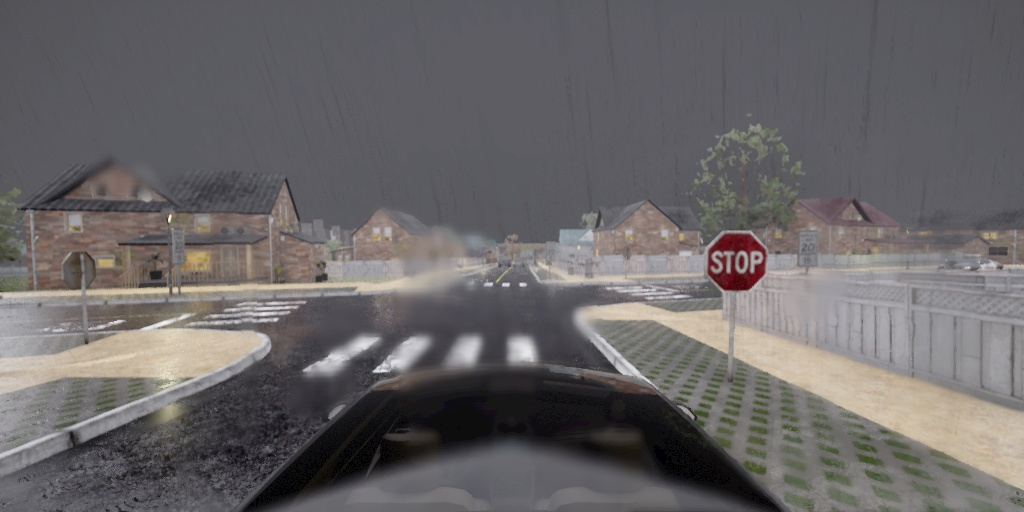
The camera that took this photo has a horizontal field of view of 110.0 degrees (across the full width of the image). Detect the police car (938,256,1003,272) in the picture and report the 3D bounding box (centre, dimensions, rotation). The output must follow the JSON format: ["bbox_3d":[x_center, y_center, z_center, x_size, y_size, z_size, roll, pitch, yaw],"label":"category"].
[{"bbox_3d":[37.319,0.845,29.281,4.974,1.542,2.038,-1,2,-17],"label":"police car"}]

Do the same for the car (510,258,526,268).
[{"bbox_3d":[1.222,1.317,62.640,2.128,1.511,4.902,0,0,2],"label":"car"}]
